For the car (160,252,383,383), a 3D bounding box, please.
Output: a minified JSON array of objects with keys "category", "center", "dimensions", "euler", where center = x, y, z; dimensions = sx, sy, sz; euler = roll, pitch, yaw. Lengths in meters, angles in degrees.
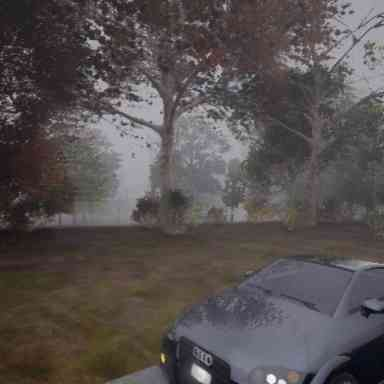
[{"category":"car","center":[1.682,1.570,4.378],"dimensions":[4.181,1.385,1.994],"euler":[0,0,-37]}]
